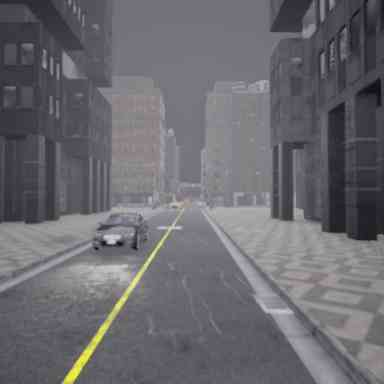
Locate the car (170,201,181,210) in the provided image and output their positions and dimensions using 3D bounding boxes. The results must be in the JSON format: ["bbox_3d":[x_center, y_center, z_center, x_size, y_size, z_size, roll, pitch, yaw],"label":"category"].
[{"bbox_3d":[-3.005,2.432,60.875,1.882,1.535,5.008,0,-1,0],"label":"car"}]

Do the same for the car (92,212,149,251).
[{"bbox_3d":[-3.101,1.700,15.289,2.128,1.511,4.902,0,-1,0],"label":"car"}]
